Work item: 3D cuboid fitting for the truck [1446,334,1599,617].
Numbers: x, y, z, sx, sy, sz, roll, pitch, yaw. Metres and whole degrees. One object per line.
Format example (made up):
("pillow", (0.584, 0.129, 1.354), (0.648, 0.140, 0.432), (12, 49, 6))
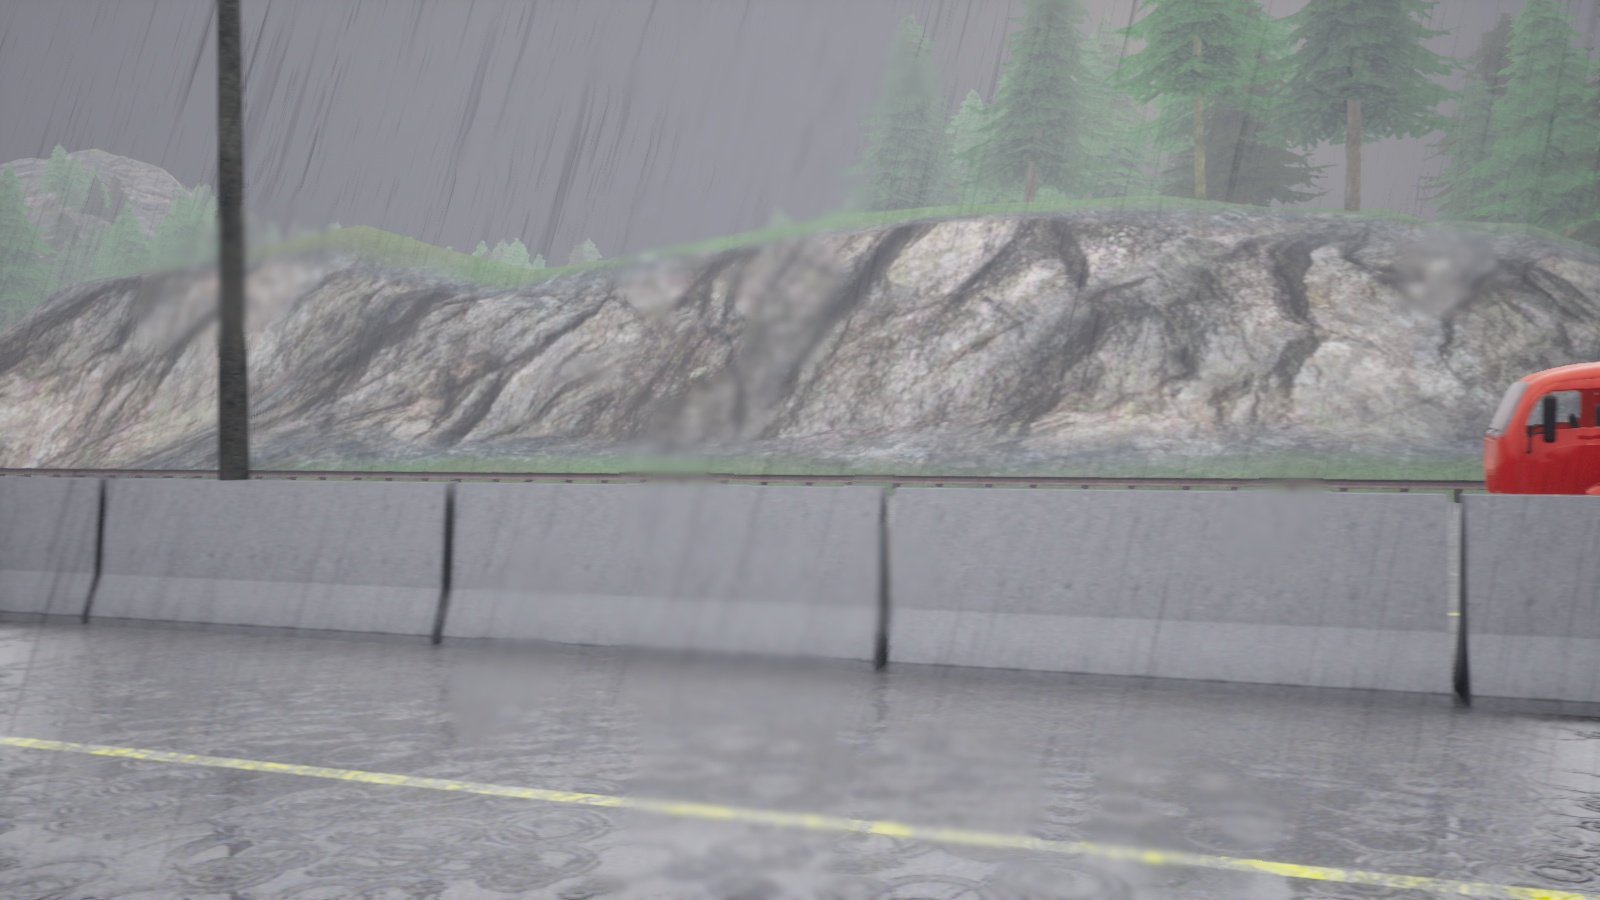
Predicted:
("truck", (8.929, 0.192, 11.492), (5.204, 2.467, 2.627), (1, 3, 24))
